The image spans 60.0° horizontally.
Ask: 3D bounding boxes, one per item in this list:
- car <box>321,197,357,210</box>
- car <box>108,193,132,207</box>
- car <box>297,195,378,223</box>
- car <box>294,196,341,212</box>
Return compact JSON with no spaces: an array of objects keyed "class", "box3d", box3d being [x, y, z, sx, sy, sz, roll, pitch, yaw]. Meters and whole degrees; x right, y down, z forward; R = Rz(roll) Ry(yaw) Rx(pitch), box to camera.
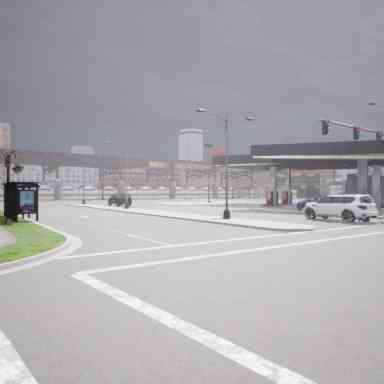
[{"class":"car","box3d":[18.617,1.453,42.259,1.970,1.475,3.806,0,0,-35]},{"class":"car","box3d":[-11.347,1.221,52.236,2.150,2.045,5.566,0,0,-35]},{"class":"car","box3d":[11.241,1.219,25.605,2.150,2.045,5.566,0,0,-32]},{"class":"car","box3d":[14.343,1.293,38.345,2.242,1.667,4.611,0,0,-35]}]
